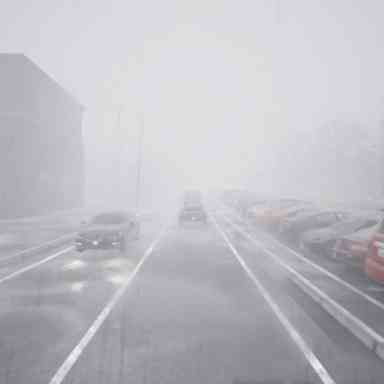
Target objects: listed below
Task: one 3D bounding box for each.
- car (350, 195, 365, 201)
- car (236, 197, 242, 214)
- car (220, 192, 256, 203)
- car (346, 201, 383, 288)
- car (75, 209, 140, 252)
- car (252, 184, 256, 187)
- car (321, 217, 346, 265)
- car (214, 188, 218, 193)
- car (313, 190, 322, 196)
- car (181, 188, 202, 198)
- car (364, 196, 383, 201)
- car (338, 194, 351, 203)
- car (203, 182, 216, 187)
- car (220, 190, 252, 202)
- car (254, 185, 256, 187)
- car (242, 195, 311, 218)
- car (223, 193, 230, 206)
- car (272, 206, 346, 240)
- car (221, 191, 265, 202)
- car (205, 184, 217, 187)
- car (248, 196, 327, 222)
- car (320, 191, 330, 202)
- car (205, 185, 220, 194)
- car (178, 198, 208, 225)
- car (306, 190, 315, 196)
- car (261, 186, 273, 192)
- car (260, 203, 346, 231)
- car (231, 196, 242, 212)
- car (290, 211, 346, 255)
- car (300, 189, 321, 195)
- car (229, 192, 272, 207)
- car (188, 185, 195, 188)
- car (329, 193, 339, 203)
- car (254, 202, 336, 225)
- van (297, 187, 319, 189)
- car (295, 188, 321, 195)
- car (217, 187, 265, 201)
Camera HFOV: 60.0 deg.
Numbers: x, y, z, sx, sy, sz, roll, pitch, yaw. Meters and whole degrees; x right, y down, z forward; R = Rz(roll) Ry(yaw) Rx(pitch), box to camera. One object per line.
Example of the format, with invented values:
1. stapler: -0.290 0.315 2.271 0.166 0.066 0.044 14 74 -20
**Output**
1. car: 19.631 1.268 34.425 5.008 1.535 2.097 0 1 0
2. car: 6.548 1.425 28.757 4.792 1.488 2.163 0 1 0
3. car: 6.644 0.809 48.267 5.008 1.535 2.097 0 2 0
4. car: 6.399 1.287 6.469 5.566 2.045 2.435 0 0 0
5. car: -3.357 1.511 13.975 1.837 1.490 4.892 0 0 0
6. car: 19.724 -0.677 91.873 4.674 1.452 2.002 0 3 0
7. car: 6.386 1.586 9.251 4.674 1.452 2.002 0 0 0
8. car: 6.675 0.454 56.609 4.792 1.488 2.163 0 3 0
9. car: 19.896 0.915 45.450 5.366 1.575 1.946 0 2 0
10. car: 0.035 0.837 40.535 2.150 2.045 5.566 0 1 0
11. car: 19.611 1.337 31.508 4.892 1.521 2.231 0 1 0
12. car: 19.650 1.195 37.214 5.008 1.535 2.097 0 2 0
13. car: 6.675 -0.965 91.946 5.566 2.045 2.435 0 3 0
14. car: 6.699 0.561 51.038 4.553 1.767 2.185 0 3 0
15. car: 19.681 -0.536 89.107 4.792 1.488 2.163 0 3 0
16. car: 6.531 1.317 25.967 4.553 1.767 2.185 0 1 0
17. car: 6.564 1.152 39.912 4.792 1.488 2.163 0 2 0
18. car: 6.421 1.544 14.824 5.008 1.535 2.097 0 0 0
19. car: 6.605 1.029 42.688 4.892 1.521 2.231 0 2 0
20. car: 6.636 -0.564 89.188 5.008 1.535 2.097 0 3 0
21. car: 6.513 1.355 23.188 4.553 1.767 2.185 0 1 0
22. car: 19.877 1.020 42.657 5.366 1.575 1.946 0 2 0
23. car: 6.585 -0.383 86.418 4.792 1.488 2.163 0 3 0
24. car: 0.075 1.420 23.325 2.128 1.511 4.902 0 1 0
25. car: 19.758 0.833 48.242 4.792 1.488 2.163 0 3 0
26. car: 19.674 -0.272 83.696 5.008 1.535 2.097 0 3 0
27. car: 6.438 1.531 17.613 5.008 1.535 2.097 0 0 0
28. car: 6.508 1.369 31.544 4.792 1.488 2.163 0 1 0
29. car: 6.378 1.579 12.037 4.792 1.488 2.163 0 0 0
30. car: 19.751 0.714 51.152 4.674 1.452 2.002 0 3 0
31. car: 6.525 1.150 34.328 4.553 1.767 2.185 0 1 0
32. car: -0.196 -0.933 92.473 1.812 1.442 4.674 0 3 0
33. car: 19.645 1.143 40.005 4.792 1.488 2.163 0 2 0
34. car: 6.466 1.550 20.402 4.674 1.452 2.002 0 0 0
35. van: 19.658 0.195 56.593 4.442 1.987 1.878 -1 3 0
36. car: 19.769 0.584 53.934 4.674 1.452 2.002 0 3 0
37. car: 6.659 0.672 45.465 5.566 2.045 2.435 0 2 0
